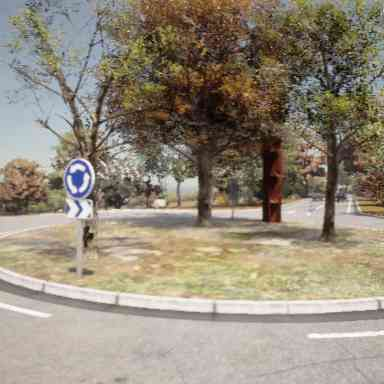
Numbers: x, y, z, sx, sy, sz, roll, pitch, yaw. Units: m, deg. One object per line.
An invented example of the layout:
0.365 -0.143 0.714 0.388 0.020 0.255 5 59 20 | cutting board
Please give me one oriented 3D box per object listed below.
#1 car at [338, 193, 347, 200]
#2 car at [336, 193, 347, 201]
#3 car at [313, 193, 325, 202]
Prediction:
34.978 0.910 77.333 1.882 1.535 5.008 1 0 26 | car
30.455 1.034 67.946 2.033 1.411 5.357 1 1 26 | car
23.689 1.021 61.988 1.837 1.490 4.892 1 1 26 | car
